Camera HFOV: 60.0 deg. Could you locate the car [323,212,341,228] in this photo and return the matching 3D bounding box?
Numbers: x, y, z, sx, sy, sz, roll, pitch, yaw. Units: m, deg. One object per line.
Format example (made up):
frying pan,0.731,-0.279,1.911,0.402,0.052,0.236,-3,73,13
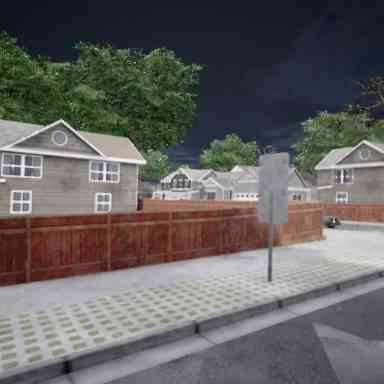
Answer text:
car,7.798,1.713,22.599,1.994,1.385,4.181,2,-2,-36
